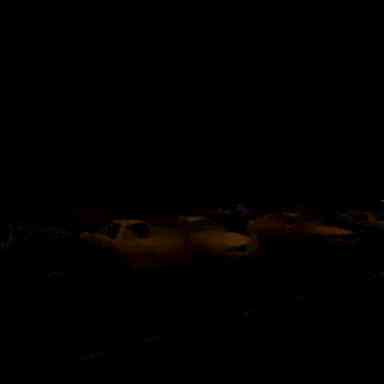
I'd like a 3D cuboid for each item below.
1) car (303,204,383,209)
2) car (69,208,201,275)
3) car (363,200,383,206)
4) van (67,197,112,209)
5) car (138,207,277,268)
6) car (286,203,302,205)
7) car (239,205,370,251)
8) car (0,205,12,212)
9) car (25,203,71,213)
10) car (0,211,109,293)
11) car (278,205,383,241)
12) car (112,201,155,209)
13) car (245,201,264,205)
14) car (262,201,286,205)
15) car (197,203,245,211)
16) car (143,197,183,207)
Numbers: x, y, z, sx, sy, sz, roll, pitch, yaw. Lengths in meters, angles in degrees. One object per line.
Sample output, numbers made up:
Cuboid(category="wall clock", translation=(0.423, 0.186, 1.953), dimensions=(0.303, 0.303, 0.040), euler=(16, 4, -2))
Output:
Cuboid(category="car", translation=(9.170, 1.722, 18.792), dimensions=(1.946, 1.575, 5.366), euler=(1, -1, -35))
Cuboid(category="car", translation=(-2.161, 1.521, 10.781), dimensions=(1.946, 1.575, 5.366), euler=(1, -1, -35))
Cuboid(category="car", translation=(11.531, 1.516, 20.269), dimensions=(2.435, 2.045, 5.566), euler=(1, -1, -35))
Cuboid(category="van", translation=(-7.470, 1.331, 22.962), dimensions=(1.878, 1.987, 4.442), euler=(1, -1, -35))
Cuboid(category="car", translation=(0.219, 1.555, 12.009), dimensions=(1.946, 1.575, 5.366), euler=(1, -1, -35))
Cuboid(category="car", translation=(8.408, 1.721, 34.083), dimensions=(2.185, 1.767, 4.553), euler=(1, -1, -35))
Cuboid(category="car", translation=(4.851, 1.638, 15.284), dimensions=(1.946, 1.575, 5.366), euler=(1, -1, -35))
Cuboid(category="car", translation=(-11.840, 1.522, 19.765), dimensions=(2.163, 1.488, 4.792), euler=(1, 0, -35))
Cuboid(category="car", translation=(-9.684, 1.550, 21.288), dimensions=(2.163, 1.488, 4.792), euler=(1, -1, -35))
Cuboid(category="car", translation=(-4.310, 1.495, 9.027), dimensions=(2.231, 1.521, 4.892), euler=(1, -1, -35))
Cuboid(category="car", translation=(7.007, 1.684, 17.043), dimensions=(2.231, 1.521, 4.892), euler=(1, -1, -35))
Cuboid(category="car", translation=(-5.026, 1.627, 24.512), dimensions=(2.163, 1.488, 4.792), euler=(1, -1, -35))
Cuboid(category="car", translation=(4.004, 1.805, 30.928), dimensions=(2.002, 1.452, 4.674), euler=(1, -1, -35))
Cuboid(category="car", translation=(6.281, 1.836, 32.505), dimensions=(2.163, 1.488, 4.792), euler=(1, -1, -35))
Cuboid(category="car", translation=(1.848, 1.720, 29.180), dimensions=(1.946, 1.575, 5.366), euler=(1, -1, -35))
Cuboid(category="car", translation=(-2.795, 1.388, 26.159), dimensions=(2.435, 2.045, 5.566), euler=(1, -1, -35))
